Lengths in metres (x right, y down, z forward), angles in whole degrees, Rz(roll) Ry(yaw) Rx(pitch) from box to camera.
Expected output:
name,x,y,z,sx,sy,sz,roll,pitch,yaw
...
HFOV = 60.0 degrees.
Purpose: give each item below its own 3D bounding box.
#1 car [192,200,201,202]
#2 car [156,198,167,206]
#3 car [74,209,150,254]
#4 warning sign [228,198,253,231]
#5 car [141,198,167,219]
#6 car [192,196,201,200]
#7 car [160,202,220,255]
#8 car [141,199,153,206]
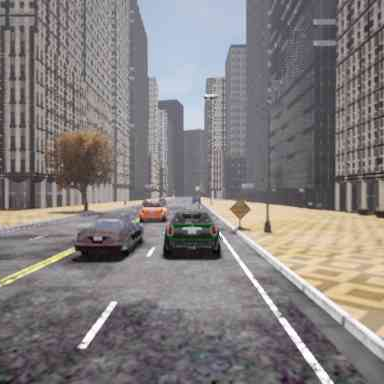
name,x,y,z,sx,sy,sz,roll,pitch,yaw
car,0.010,1.763,29.286,2.128,1.511,4.902,0,0,0
car,-6.490,2.160,71.784,1.837,1.490,4.892,0,-1,0
car,-3.247,1.677,13.975,2.033,1.411,5.357,0,0,0
warning sign,2.868,1.298,19.810,1.300,1.860,1.060,1,0,0
car,-3.243,1.618,29.070,2.097,1.767,4.553,0,-1,0
car,1.150,2.017,85.860,2.150,2.045,5.566,0,-1,0
car,0.004,1.480,14.060,2.097,1.767,4.553,0,-1,0
car,-9.740,2.255,71.753,1.895,1.301,4.718,0,-1,0
